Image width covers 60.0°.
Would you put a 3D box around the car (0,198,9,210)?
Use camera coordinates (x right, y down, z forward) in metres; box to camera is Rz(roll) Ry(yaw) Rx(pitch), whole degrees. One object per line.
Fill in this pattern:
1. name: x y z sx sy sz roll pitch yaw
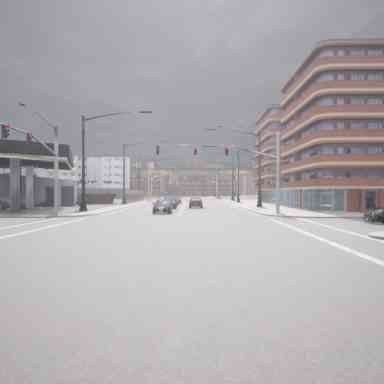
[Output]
1. car: -23.937 1.456 39.397 3.806 1.475 1.970 0 0 1

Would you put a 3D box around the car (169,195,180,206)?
1. car: -3.126 1.352 44.919 2.097 1.767 4.553 0 0 0

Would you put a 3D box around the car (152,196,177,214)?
1. car: -3.070 1.491 35.201 2.128 1.511 4.902 0 0 0

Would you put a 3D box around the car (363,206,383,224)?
1. car: 14.727 1.352 23.648 4.553 1.767 2.097 0 0 1

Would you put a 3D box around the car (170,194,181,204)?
1. car: -3.198 1.352 65.091 2.097 1.767 4.553 0 0 0

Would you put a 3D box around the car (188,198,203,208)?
1. car: 0.533 1.525 48.328 1.812 1.442 4.674 0 0 0
